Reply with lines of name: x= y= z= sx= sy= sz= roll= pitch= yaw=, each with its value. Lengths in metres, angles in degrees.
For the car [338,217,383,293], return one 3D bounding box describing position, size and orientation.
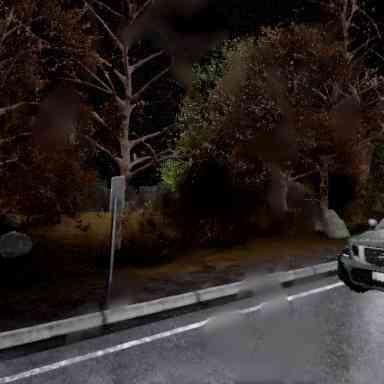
car: x=5.763 y=1.229 z=7.798 sx=5.566 sy=2.045 sz=2.150 roll=0 pitch=0 yaw=-35
